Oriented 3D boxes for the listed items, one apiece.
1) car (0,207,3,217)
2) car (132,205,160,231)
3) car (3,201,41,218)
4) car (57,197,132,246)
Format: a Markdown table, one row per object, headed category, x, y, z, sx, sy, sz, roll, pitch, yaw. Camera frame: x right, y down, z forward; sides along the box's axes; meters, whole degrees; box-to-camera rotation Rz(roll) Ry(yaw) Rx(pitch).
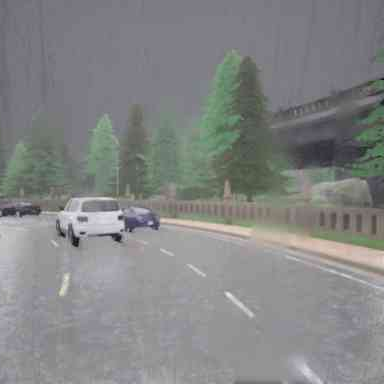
| category | x | y | z | sx | sy | sz | roll | pitch | yaw |
| --- | --- | --- | --- | --- | --- | --- | --- | --- | --- |
| car | -19.570 | 1.381 | 29.572 | 5.566 | 2.045 | 2.150 | -1 | 0 | 34 |
| car | -3.564 | 1.535 | 19.964 | 1.812 | 1.442 | 4.674 | -1 | 0 | -35 |
| car | -16.325 | 1.601 | 31.521 | 5.008 | 1.535 | 1.882 | 0 | 0 | 35 |
| car | -4.971 | 1.252 | 15.917 | 2.150 | 2.045 | 5.566 | 0 | 0 | -30 |
